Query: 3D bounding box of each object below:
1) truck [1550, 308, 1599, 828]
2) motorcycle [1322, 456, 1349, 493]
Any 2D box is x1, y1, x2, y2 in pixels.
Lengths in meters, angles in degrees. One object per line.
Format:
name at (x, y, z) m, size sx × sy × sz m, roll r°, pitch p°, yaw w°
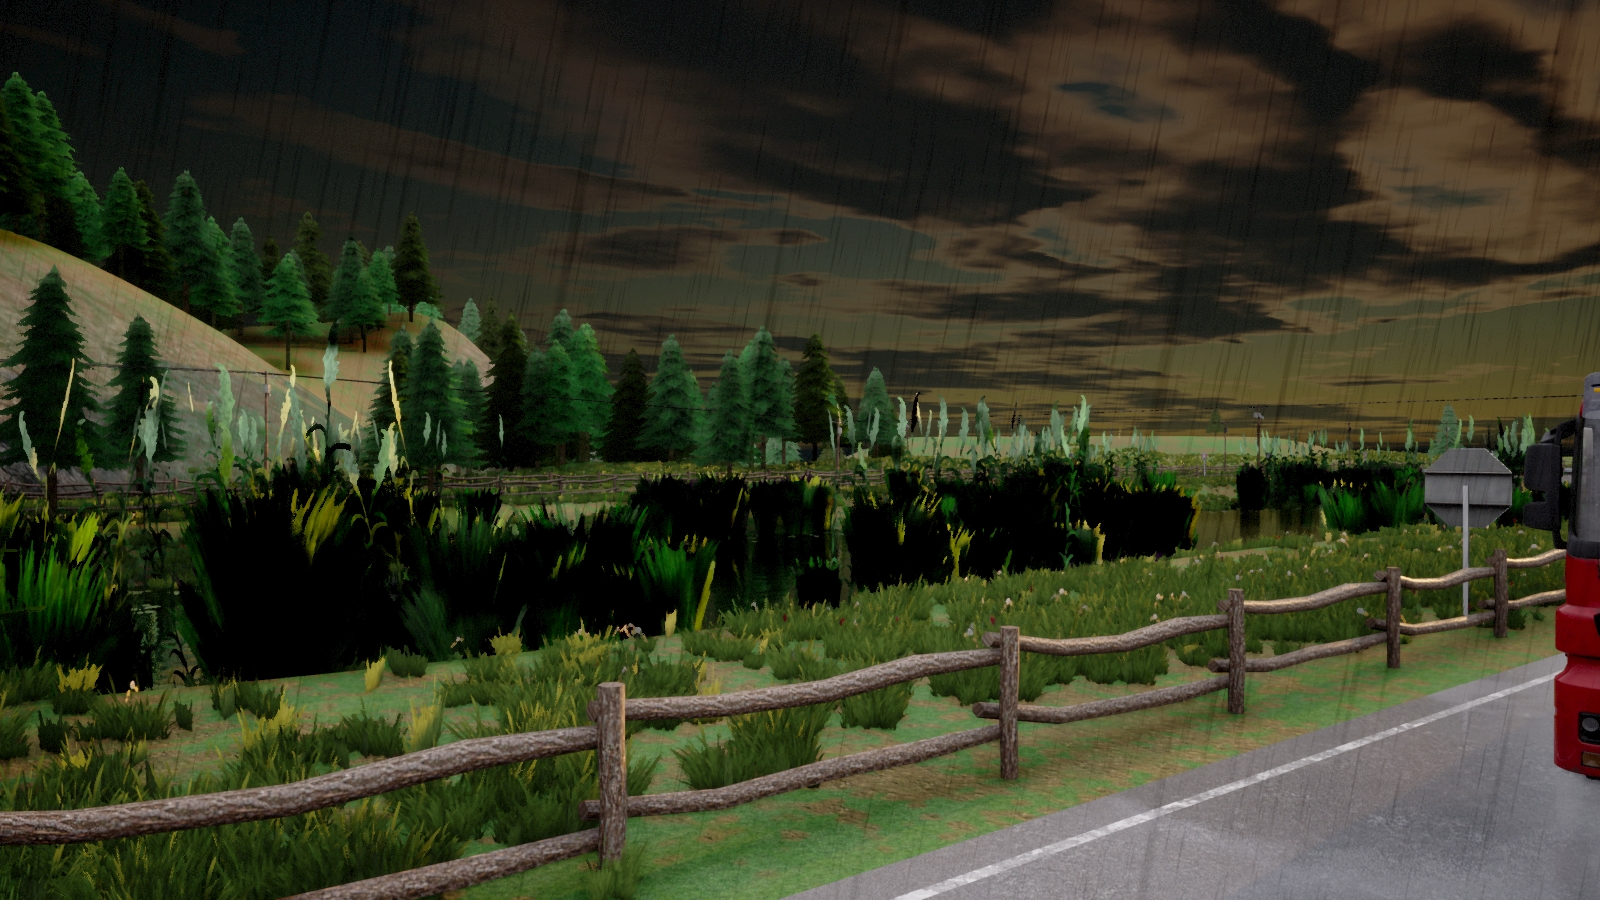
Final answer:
truck at (9.482, 0.862, 10.938) m, size 2.891 × 3.827 × 8.468 m, roll 0°, pitch 0°, yaw 40°
motorcycle at (34.910, 1.577, 74.485) m, size 2.033 × 2.348 × 0.803 m, roll 0°, pitch 0°, yaw -39°
